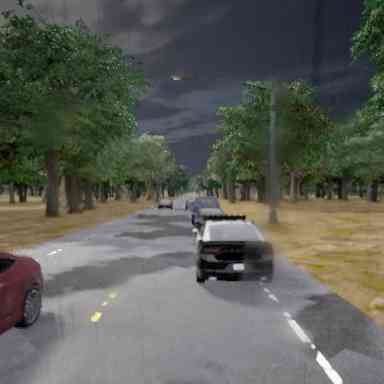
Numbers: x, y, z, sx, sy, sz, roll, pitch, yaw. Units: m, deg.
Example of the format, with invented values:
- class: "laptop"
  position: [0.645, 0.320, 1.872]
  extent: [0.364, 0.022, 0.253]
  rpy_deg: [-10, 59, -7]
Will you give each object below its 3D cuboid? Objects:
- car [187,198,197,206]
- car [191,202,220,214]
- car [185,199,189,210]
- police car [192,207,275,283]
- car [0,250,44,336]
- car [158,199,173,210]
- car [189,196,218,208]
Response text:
- class: "car"
  position: [-0.022, 1.855, 61.809]
  extent: [1.895, 1.301, 4.718]
  rpy_deg: [0, 0, 0]
- class: "car"
  position: [1.043, 1.605, 19.883]
  extent: [1.837, 1.490, 4.892]
  rpy_deg: [0, 0, 0]
- class: "car"
  position: [0.012, 1.701, 47.279]
  extent: [2.128, 1.511, 4.902]
  rpy_deg: [0, 0, 0]
- class: "police car"
  position: [1.046, 1.478, 9.990]
  extent: [1.930, 1.638, 5.238]
  rpy_deg: [0, 0, 0]
- class: "car"
  position: [-3.601, 1.549, 4.362]
  extent: [1.812, 1.442, 4.674]
  rpy_deg: [0, 0, 0]
- class: "car"
  position: [-3.610, 1.682, 45.964]
  extent: [1.882, 1.535, 5.008]
  rpy_deg: [0, 0, 0]
- class: "car"
  position: [1.040, 1.350, 25.917]
  extent: [2.150, 2.045, 5.566]
  rpy_deg: [0, 0, 0]
